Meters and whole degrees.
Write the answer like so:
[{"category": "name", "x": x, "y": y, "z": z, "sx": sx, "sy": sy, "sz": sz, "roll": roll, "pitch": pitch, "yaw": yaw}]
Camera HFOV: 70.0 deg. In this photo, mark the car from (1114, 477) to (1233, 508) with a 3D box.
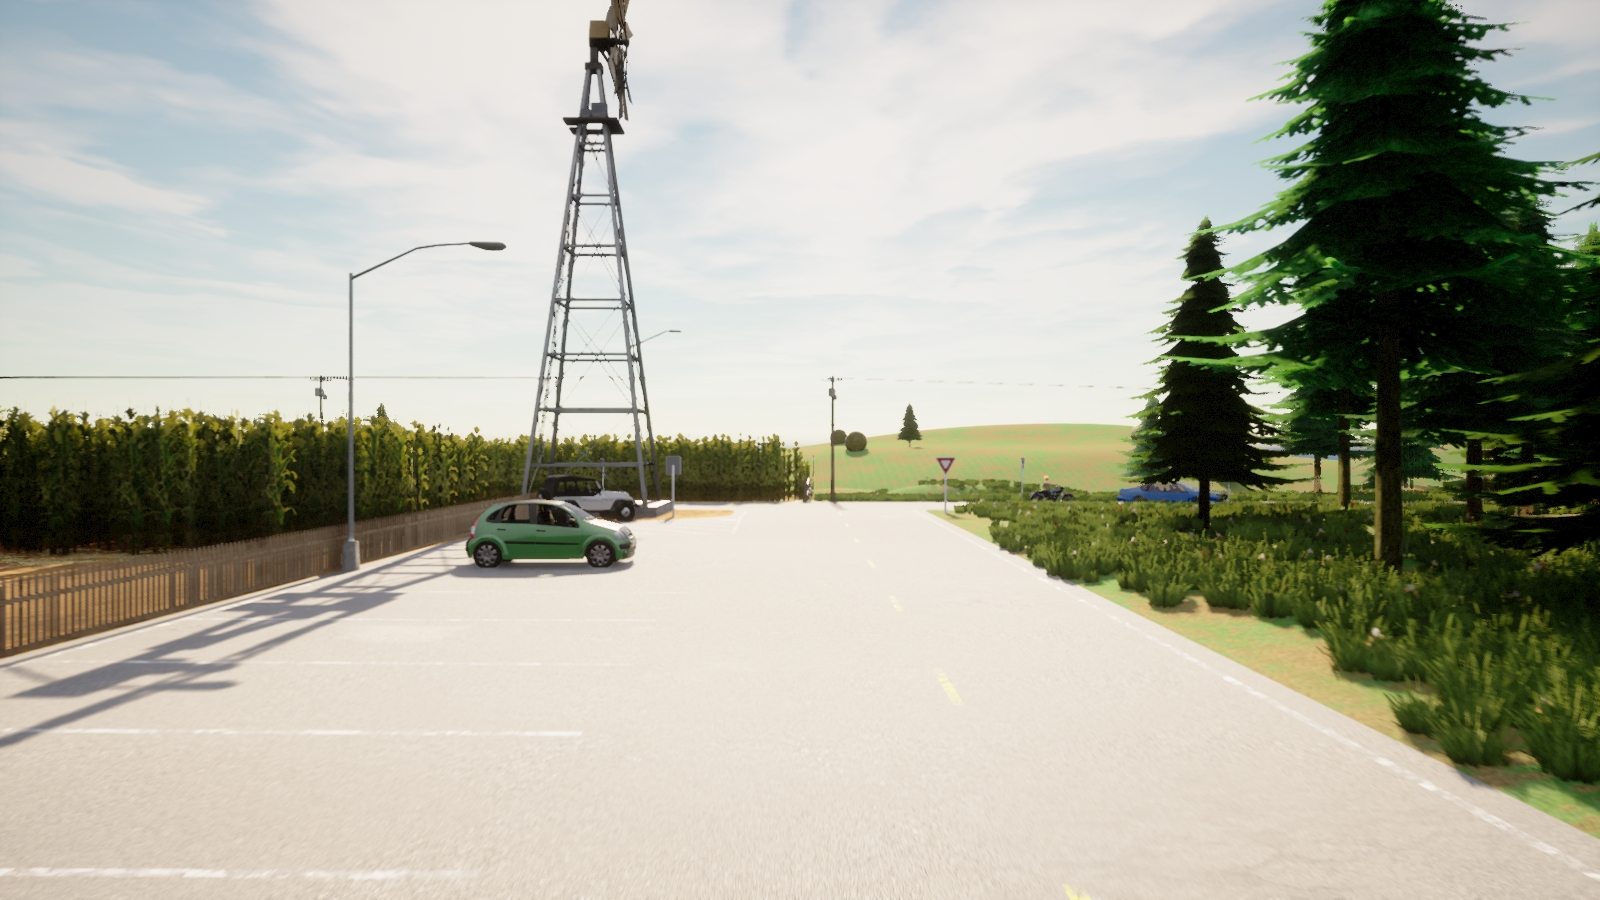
[{"category": "car", "x": 18.787, "y": 2.106, "z": 57.597, "sx": 5.357, "sy": 1.411, "sz": 2.033, "roll": 0, "pitch": 0, "yaw": 36}]
